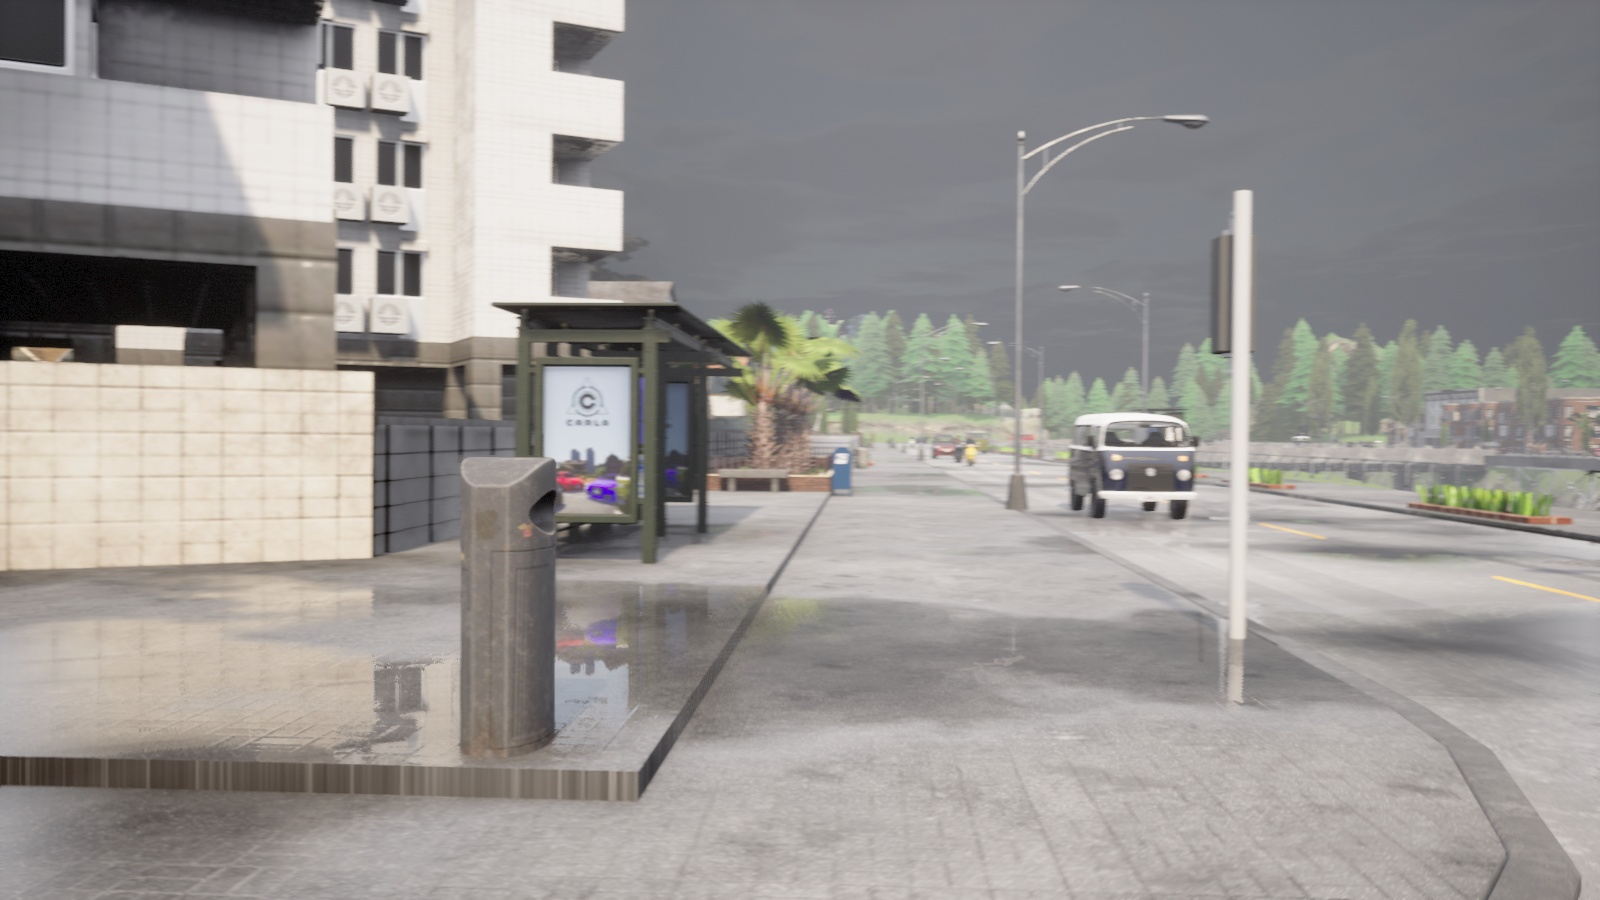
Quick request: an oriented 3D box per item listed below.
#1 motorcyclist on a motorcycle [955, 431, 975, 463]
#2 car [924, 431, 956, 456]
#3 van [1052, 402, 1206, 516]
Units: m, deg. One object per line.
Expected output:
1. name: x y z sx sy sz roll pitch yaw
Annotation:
1. motorcyclist on a motorcycle: 8.326 -0.145 63.375 0.866 1.590 1.817 -1 1 3
2. car: 9.394 -0.477 84.387 1.851 1.617 3.988 -1 1 3
3. van: 6.365 0.133 24.844 2.069 2.038 4.480 -1 1 3
